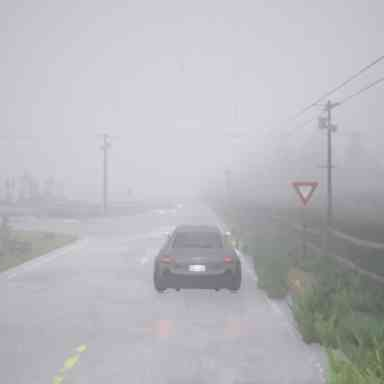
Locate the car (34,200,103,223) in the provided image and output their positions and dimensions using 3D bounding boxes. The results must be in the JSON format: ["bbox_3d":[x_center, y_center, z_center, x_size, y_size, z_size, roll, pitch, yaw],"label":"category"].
[{"bbox_3d":[-9.006,1.368,24.331,4.902,1.511,2.128,2,0,5],"label":"car"}]

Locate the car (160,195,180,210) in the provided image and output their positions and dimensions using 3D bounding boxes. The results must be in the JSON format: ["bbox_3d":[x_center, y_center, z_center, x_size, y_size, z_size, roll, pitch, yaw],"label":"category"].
[{"bbox_3d":[-2.903,1.449,42.444,1.837,1.490,4.892,0,0,1],"label":"car"}]

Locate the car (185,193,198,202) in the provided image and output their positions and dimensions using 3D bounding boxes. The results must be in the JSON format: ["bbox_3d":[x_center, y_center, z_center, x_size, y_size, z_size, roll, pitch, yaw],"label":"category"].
[{"bbox_3d":[0.158,1.254,69.646,2.097,1.767,4.553,0,0,-3],"label":"car"}]

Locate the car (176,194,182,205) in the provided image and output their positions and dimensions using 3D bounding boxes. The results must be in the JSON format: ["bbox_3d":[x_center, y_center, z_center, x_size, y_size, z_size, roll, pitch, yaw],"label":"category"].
[{"bbox_3d":[-2.797,1.273,58.699,2.097,1.767,4.553,0,0,0],"label":"car"}]

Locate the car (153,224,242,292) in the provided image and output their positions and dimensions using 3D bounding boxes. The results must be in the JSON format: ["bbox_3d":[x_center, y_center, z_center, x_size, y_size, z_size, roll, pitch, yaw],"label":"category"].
[{"bbox_3d":[0.145,1.552,8.929,1.994,1.385,4.181,0,0,1],"label":"car"}]

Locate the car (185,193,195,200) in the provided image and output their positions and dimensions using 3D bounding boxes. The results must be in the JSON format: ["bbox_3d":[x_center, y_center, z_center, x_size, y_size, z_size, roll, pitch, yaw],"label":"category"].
[{"bbox_3d":[-0.463,1.081,79.707,2.097,1.767,4.553,0,0,-5],"label":"car"}]
